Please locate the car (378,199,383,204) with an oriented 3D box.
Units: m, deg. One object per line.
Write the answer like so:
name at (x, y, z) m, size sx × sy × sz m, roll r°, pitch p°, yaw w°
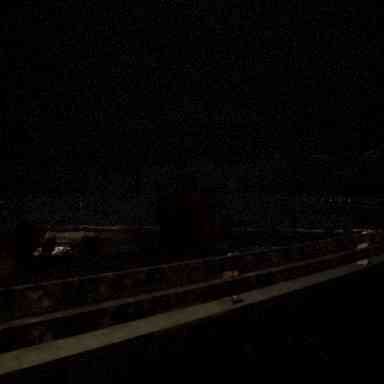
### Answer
car at (43.336, 2.189, 74.165) m, size 1.882 × 1.535 × 5.008 m, roll 0°, pitch 0°, yaw 4°
